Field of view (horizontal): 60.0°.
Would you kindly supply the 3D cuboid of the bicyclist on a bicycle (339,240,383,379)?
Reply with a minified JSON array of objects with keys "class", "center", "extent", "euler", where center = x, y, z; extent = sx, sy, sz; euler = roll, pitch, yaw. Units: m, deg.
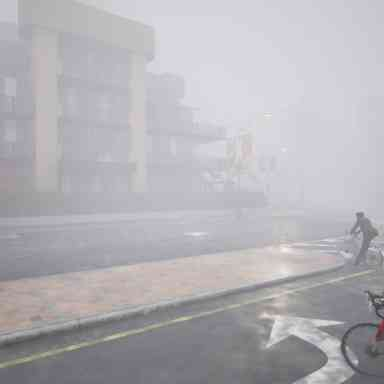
[{"class":"bicyclist on a bicycle","center":[2.616,1.455,3.865],"extent":[1.656,1.620,0.582],"euler":[-2,-1,22]}]

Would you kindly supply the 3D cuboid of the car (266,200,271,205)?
[{"class":"car","center":[10.668,1.491,54.275],"extent":[2.128,1.511,4.902],"euler":[0,0,-34]}]

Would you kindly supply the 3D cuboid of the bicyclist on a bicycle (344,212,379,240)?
[{"class":"bicyclist on a bicycle","center":[5.096,1.431,10.019],"extent":[0.582,1.620,1.656],"euler":[8,-1,-19]}]
